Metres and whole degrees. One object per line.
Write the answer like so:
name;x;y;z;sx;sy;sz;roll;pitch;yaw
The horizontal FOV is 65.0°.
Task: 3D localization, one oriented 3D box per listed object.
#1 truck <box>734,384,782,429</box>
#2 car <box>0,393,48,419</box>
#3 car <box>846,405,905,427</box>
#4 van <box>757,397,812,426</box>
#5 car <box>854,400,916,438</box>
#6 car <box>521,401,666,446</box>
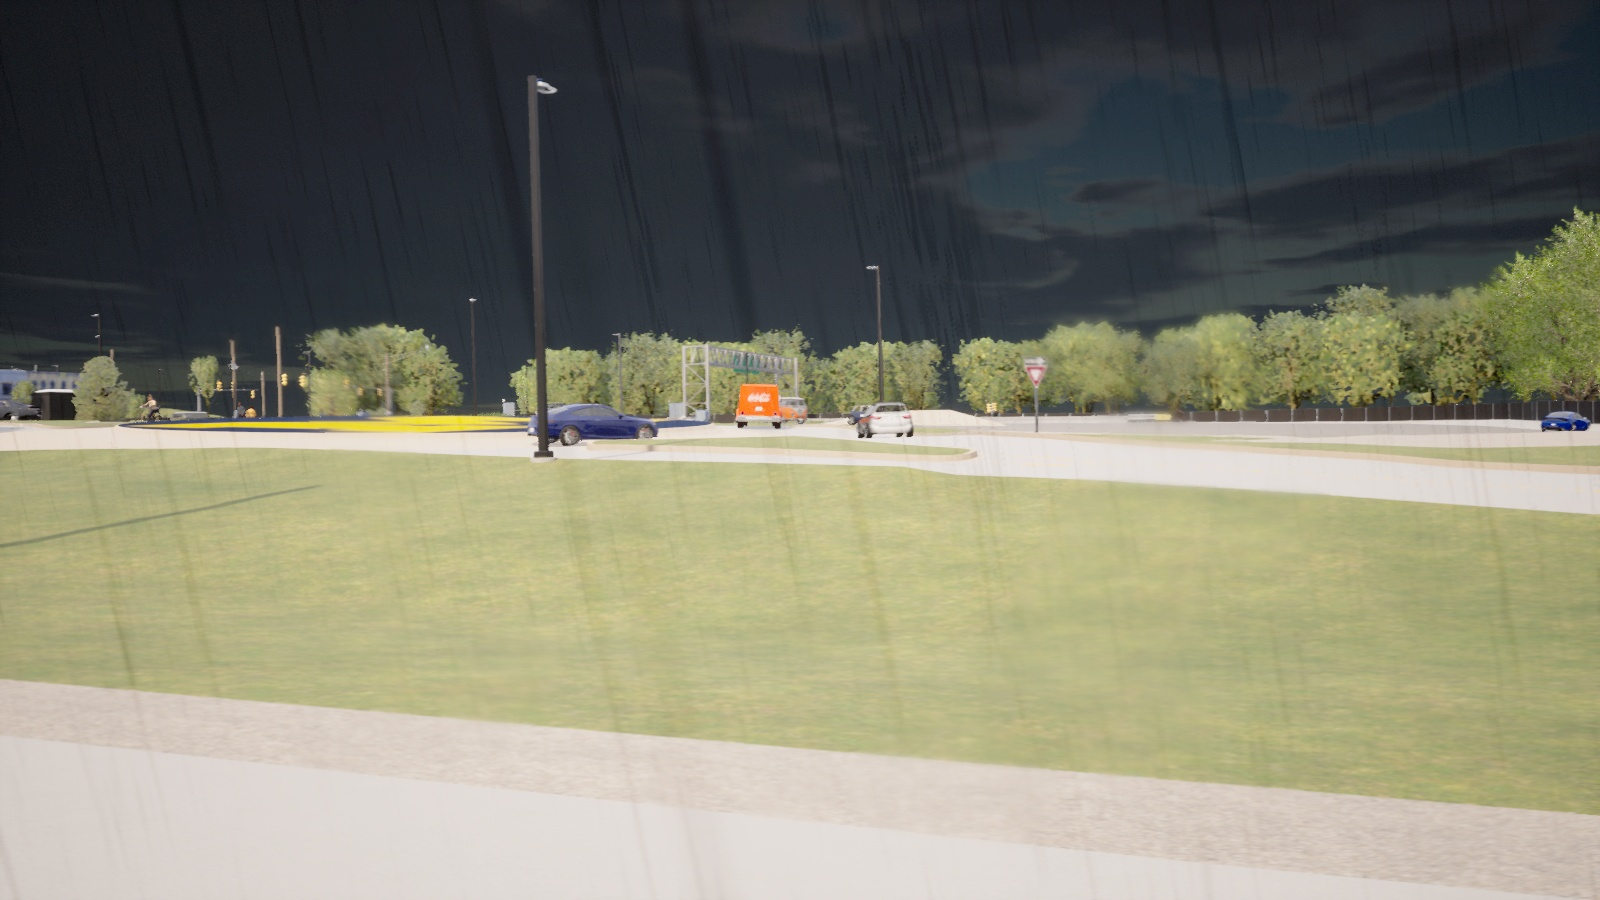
truck;-2.366;-2.552;72.432;2.627;2.467;5.204;1;3;-1
car;-49.321;-2.716;77.145;4.902;1.511;2.128;0;1;-6
car;5.234;-2.383;87.569;1.970;1.475;3.806;-1;2;-41
van;-1.142;-2.790;89.946;1.775;1.987;4.442;1;1;-32
car;4.018;-1.450;60.032;2.242;1.667;4.611;-1;1;-5
car;-7.177;-0.963;43.891;4.674;1.442;1.812;-1;4;-35
